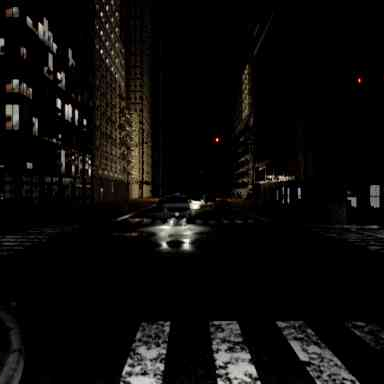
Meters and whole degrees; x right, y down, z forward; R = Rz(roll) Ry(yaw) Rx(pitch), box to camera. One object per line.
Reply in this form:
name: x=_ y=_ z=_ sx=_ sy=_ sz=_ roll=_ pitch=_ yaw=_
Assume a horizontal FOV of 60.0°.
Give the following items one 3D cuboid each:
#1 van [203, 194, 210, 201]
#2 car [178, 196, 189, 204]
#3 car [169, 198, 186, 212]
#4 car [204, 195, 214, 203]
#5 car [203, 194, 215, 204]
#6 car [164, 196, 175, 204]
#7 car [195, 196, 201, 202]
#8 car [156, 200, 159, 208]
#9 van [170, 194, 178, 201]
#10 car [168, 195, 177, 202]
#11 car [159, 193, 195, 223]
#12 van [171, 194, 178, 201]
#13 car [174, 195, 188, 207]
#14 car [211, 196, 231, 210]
van: x=3.468 y=1.310 z=80.479 sx=1.690 sy=1.788 sz=3.998 roll=0 pitch=0 yaw=0
car: x=-1.753 y=1.512 z=67.539 sx=2.128 sy=1.511 sz=4.902 roll=0 pitch=0 yaw=0
car: x=-1.650 y=1.534 z=39.808 sx=1.812 sy=1.442 sz=4.674 roll=0 pitch=0 yaw=0
car: x=3.549 y=1.422 z=69.425 sx=1.967 sy=1.590 sz=4.097 roll=0 pitch=0 yaw=0
car: x=3.589 y=1.304 z=63.896 sx=2.192 sy=1.841 sz=5.009 roll=0 pitch=0 yaw=0
car: x=-4.291 y=1.555 z=63.839 sx=1.947 sy=1.339 sz=4.313 roll=0 pitch=0 yaw=0
car: x=0.968 y=1.502 z=73.228 sx=1.812 sy=1.442 sz=4.674 roll=0 pitch=0 yaw=0
car: x=-4.170 y=1.586 z=47.257 sx=1.802 sy=1.307 sz=4.206 roll=0 pitch=0 yaw=0
van: x=-4.412 y=1.310 z=80.422 sx=1.690 sy=1.788 sz=3.998 roll=0 pitch=0 yaw=0
car: x=-4.372 y=1.416 z=74.895 sx=1.967 sy=1.590 sz=4.097 roll=0 pitch=0 yaw=0
car: x=-1.285 y=1.238 z=26.412 sx=2.150 sy=2.045 sz=5.566 roll=0 pitch=0 yaw=-5
van: x=-4.452 y=1.303 z=85.949 sx=1.690 sy=1.788 sz=3.998 roll=0 pitch=0 yaw=0
car: x=-1.726 y=1.353 z=51.832 sx=2.097 sy=1.767 sz=4.553 roll=0 pitch=0 yaw=0
car: x=3.800 y=1.573 z=41.788 sx=1.947 sy=1.339 sz=4.313 roll=0 pitch=0 yaw=0
